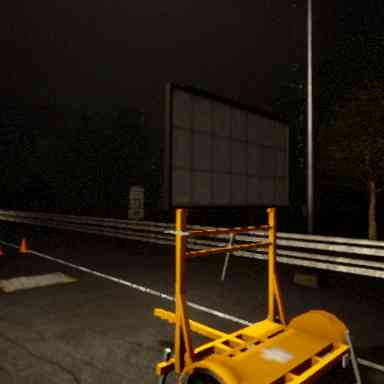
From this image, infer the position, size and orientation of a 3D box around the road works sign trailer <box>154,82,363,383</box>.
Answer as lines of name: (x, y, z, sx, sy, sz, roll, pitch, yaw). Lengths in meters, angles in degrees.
road works sign trailer: (0.423, 0.614, 4.394, 2.380, 3.560, 2.880, 2, -2, -44)

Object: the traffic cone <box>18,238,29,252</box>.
traffic cone: (-7.479, 2.356, 14.787, 0.340, 0.580, 0.340, 2, -2, -44)

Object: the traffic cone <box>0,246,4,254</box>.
traffic cone: (-8.202, 2.328, 14.097, 0.340, 0.580, 0.340, 2, -2, -44)
